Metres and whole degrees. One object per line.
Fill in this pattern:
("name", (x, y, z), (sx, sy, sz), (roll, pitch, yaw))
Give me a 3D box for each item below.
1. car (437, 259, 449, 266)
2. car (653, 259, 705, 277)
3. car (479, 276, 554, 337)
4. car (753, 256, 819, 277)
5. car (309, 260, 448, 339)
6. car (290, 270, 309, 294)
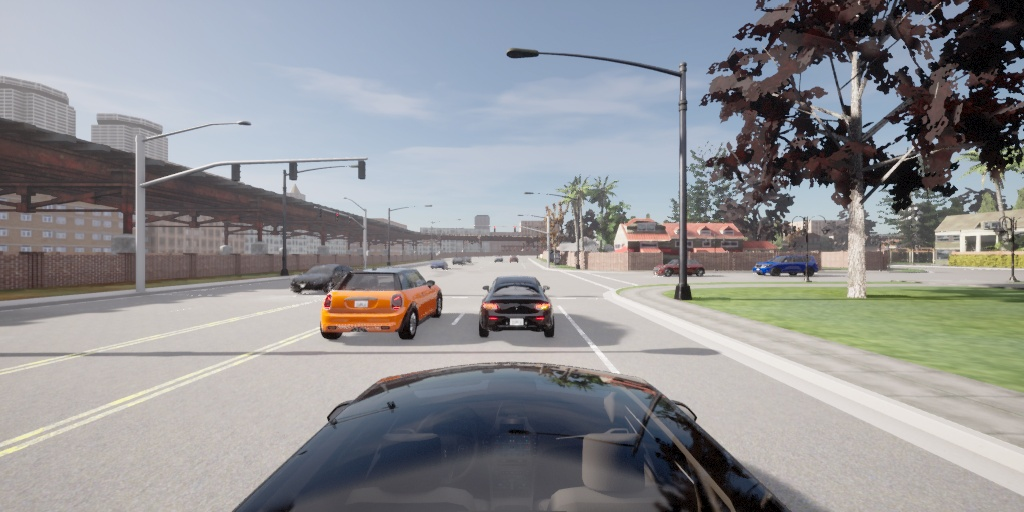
("car", (-10.247, 1.209, 50.560), (1.812, 1.442, 4.674), (0, 0, -1))
("car", (16.275, 1.103, 35.104), (4.553, 1.767, 2.097), (0, 0, -1))
("car", (0.122, 1.276, 10.145), (1.812, 1.442, 4.674), (0, 0, 0))
("car", (26.938, 0.972, 35.322), (5.566, 2.045, 2.150), (0, 0, -2))
("car", (-3.376, 1.102, 10.198), (2.097, 1.767, 4.553), (0, 0, 1))
("car", (-10.495, 1.255, 20.412), (1.837, 1.490, 4.892), (0, 0, 0))
